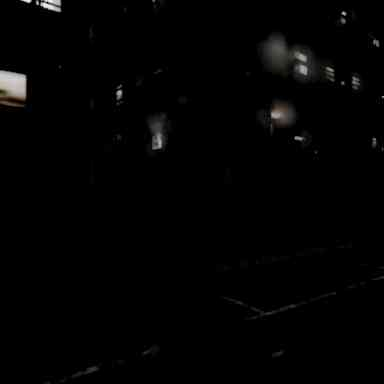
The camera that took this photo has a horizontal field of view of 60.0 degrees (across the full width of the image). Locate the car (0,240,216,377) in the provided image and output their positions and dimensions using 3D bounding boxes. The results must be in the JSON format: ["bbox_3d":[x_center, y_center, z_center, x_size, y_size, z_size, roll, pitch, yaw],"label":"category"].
[{"bbox_3d":[-1.674,1.540,5.366,4.507,1.381,1.887,0,0,-36],"label":"car"}]
